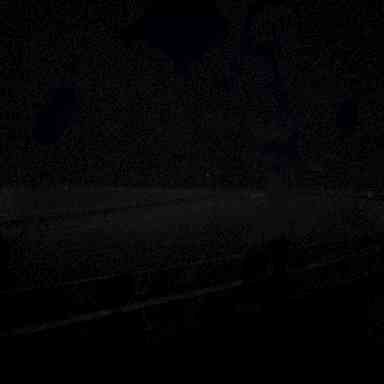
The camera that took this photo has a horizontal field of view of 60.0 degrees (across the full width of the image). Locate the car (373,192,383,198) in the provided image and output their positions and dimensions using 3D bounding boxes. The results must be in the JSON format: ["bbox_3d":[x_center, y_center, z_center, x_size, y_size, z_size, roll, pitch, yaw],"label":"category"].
[{"bbox_3d":[47.454,0.744,83.036,1.895,1.301,4.718,1,1,-1],"label":"car"}]

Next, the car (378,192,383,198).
[{"bbox_3d":[43.336,0.977,72.790,1.895,1.301,4.718,1,1,5],"label":"car"}]

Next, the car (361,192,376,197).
[{"bbox_3d":[43.955,0.691,83.063,1.895,1.301,4.718,1,1,-1],"label":"car"}]
